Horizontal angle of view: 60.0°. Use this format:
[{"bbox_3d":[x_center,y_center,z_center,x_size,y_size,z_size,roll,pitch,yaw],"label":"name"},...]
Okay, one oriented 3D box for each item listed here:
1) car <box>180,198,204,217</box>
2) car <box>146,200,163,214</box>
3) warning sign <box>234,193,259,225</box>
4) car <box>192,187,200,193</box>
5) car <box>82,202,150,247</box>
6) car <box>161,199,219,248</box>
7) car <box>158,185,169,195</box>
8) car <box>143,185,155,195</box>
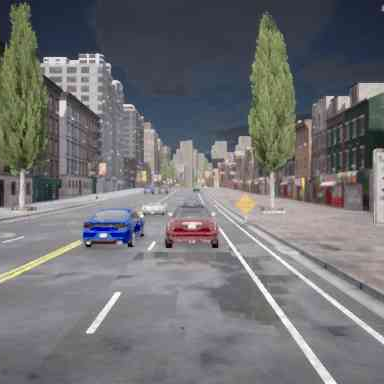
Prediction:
[{"bbox_3d":[0.000,1.316,29.639,1.994,1.385,4.181,0,1,0],"label":"car"},{"bbox_3d":[-3.250,1.359,29.671,1.895,1.301,4.718,0,1,0],"label":"car"},{"bbox_3d":[3.212,1.004,19.832,1.300,1.860,1.060,-1,0,0],"label":"warning sign"},{"bbox_3d":[1.138,-0.661,89.809,1.882,1.535,5.008,0,2,0],"label":"car"},{"bbox_3d":[-3.250,1.421,14.645,1.882,1.535,5.008,0,0,0],"label":"car"},{"bbox_3d":[0.000,1.303,14.614,2.097,1.767,4.553,0,0,0],"label":"car"},{"bbox_3d":[-6.501,-0.471,75.884,2.150,2.045,5.566,0,2,0],"label":"car"},{"bbox_3d":[-9.751,-0.471,75.884,2.150,2.045,5.566,0,2,0],"label":"car"}]
